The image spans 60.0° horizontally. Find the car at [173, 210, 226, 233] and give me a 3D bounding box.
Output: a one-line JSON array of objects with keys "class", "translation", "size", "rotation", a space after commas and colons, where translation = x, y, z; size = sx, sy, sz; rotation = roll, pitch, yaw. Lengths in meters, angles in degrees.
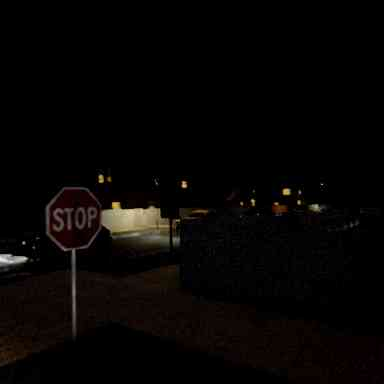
[{"class": "car", "translation": [0.671, 2.095, 24.091], "size": [1.882, 1.535, 5.008], "rotation": [-2, -2, 36]}]

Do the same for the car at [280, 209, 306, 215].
[{"class": "car", "translation": [12.129, 2.666, 40.053], "size": [1.895, 1.301, 4.718], "rotation": [-2, -2, 36]}]

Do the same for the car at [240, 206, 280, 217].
[{"class": "car", "translation": [6.364, 2.192, 32.050], "size": [2.097, 1.767, 4.553], "rotation": [-2, -2, 36]}]

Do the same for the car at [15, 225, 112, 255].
[{"class": "car", "translation": [-5.700, 1.933, 15.176], "size": [1.994, 1.385, 4.181], "rotation": [-2, -2, 36]}]

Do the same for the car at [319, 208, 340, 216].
[{"class": "car", "translation": [18.108, 2.740, 43.417], "size": [1.895, 1.301, 4.718], "rotation": [-2, -2, 36]}]
